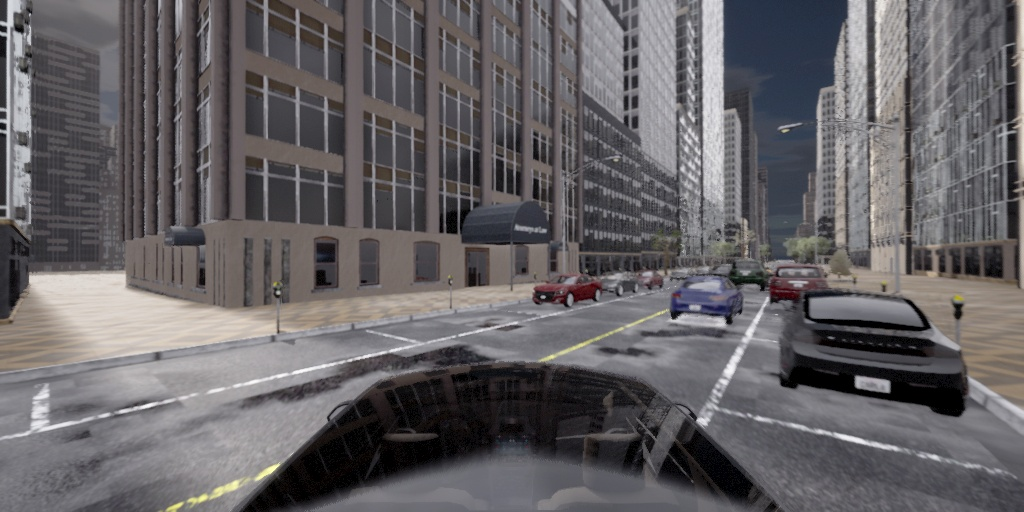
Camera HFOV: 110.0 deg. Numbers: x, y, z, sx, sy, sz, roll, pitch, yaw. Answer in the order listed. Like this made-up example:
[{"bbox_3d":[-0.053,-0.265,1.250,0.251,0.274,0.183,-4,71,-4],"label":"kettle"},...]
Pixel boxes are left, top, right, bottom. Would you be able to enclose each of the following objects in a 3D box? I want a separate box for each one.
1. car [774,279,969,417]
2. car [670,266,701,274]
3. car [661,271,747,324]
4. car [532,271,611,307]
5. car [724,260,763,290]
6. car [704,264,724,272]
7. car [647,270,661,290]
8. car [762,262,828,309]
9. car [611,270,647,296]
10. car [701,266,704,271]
[{"bbox_3d":[5.818,1.331,6.251,1.837,1.490,4.892,0,-1,38],"label":"car"},{"bbox_3d":[16.512,1.765,34.680,2.007,1.370,4.403,0,0,38],"label":"car"},{"bbox_3d":[6.982,1.437,12.765,1.812,1.442,4.674,0,-1,38],"label":"car"},{"bbox_3d":[2.666,1.488,16.650,1.888,1.381,4.507,0,0,38],"label":"car"},{"bbox_3d":[17.258,1.334,26.148,2.150,2.045,5.566,0,-1,38],"label":"car"},{"bbox_3d":[21.438,1.763,36.755,1.837,1.490,4.892,0,-1,38],"label":"car"},{"bbox_3d":[9.589,1.661,25.665,1.802,1.307,4.207,0,0,38],"label":"car"},{"bbox_3d":[12.775,1.287,16.053,2.192,1.841,5.009,0,0,38],"label":"car"},{"bbox_3d":[6.127,1.561,21.158,2.007,1.370,4.403,0,0,38],"label":"car"},{"bbox_3d":[23.435,1.900,43.694,2.007,1.370,4.403,0,0,38],"label":"car"}]
